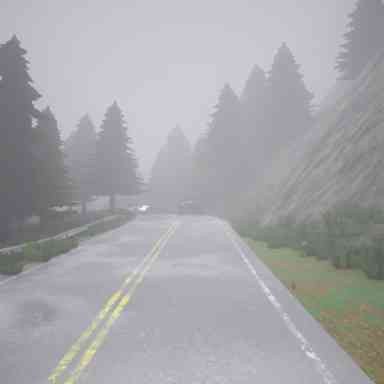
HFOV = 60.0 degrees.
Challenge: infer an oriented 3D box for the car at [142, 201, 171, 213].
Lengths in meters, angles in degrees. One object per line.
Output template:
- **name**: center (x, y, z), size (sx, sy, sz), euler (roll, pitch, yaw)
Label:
- **car**: center (-4.799, 2.290, 46.785), size (1.882, 1.535, 5.008), euler (1, -5, -33)

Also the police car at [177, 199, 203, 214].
- **police car**: center (-0.324, 1.637, 37.219), size (1.930, 1.638, 5.238), euler (1, -3, -17)

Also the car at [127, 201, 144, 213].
- **car**: center (-8.675, 2.618, 51.942), size (2.150, 2.045, 5.566), euler (4, -9, -41)
